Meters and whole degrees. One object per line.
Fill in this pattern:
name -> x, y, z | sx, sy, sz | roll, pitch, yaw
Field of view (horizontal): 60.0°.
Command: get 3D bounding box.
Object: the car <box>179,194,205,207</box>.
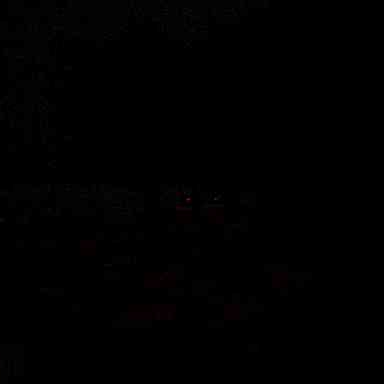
car -> 0.045, 1.393, 57.024 | 2.150, 2.045, 5.566 | 2, 1, 32

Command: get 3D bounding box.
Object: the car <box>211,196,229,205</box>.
car -> 5.696, 1.546, 66.708 | 2.097, 1.767, 4.553 | 2, 1, 29
